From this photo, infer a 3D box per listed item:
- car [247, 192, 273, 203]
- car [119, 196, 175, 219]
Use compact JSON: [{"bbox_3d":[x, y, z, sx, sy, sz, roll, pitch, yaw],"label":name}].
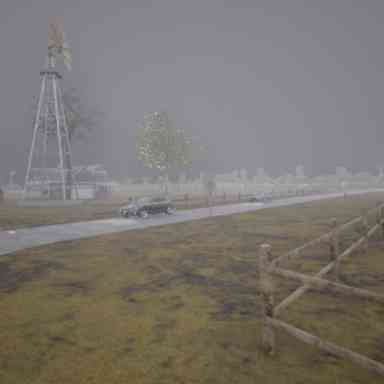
[{"bbox_3d":[8.353,0.659,40.911,1.994,1.385,4.181,-2,0,36],"label":"car"},{"bbox_3d":[-3.211,1.087,24.611,1.837,1.490,4.892,-2,0,35],"label":"car"}]
